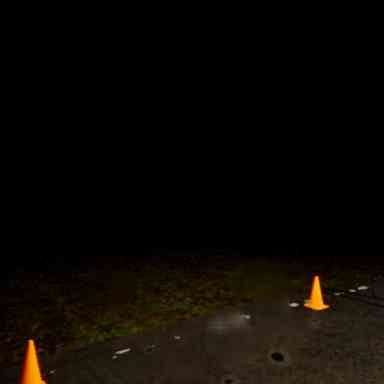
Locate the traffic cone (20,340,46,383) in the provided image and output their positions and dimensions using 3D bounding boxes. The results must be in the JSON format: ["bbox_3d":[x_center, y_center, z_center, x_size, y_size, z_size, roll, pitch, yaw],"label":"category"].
[{"bbox_3d":[-1.800,1.957,3.722,0.340,0.580,0.340,0,0,-35],"label":"traffic cone"}]

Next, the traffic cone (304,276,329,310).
[{"bbox_3d":[2.477,1.973,6.612,0.340,0.580,0.340,0,0,-32],"label":"traffic cone"}]
